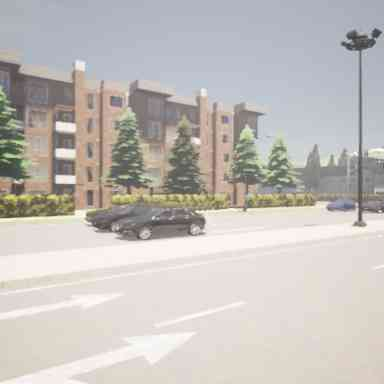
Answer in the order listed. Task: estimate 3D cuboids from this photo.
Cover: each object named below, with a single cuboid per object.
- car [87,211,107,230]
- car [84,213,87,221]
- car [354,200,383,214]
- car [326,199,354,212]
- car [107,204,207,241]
[{"bbox_3d":[-3.358,1.493,19.913,5.008,1.535,1.882,0,0,-35],"label":"car"},{"bbox_3d":[-4.923,1.617,23.086,4.718,1.301,1.895,0,0,-35],"label":"car"},{"bbox_3d":[20.355,1.637,36.995,4.181,1.385,1.994,0,0,-36],"label":"car"},{"bbox_3d":[17.894,1.596,39.535,4.674,1.442,1.812,0,0,-36],"label":"car"},{"bbox_3d":[-1.500,1.521,16.993,4.892,1.490,1.837,1,0,-35],"label":"car"}]
